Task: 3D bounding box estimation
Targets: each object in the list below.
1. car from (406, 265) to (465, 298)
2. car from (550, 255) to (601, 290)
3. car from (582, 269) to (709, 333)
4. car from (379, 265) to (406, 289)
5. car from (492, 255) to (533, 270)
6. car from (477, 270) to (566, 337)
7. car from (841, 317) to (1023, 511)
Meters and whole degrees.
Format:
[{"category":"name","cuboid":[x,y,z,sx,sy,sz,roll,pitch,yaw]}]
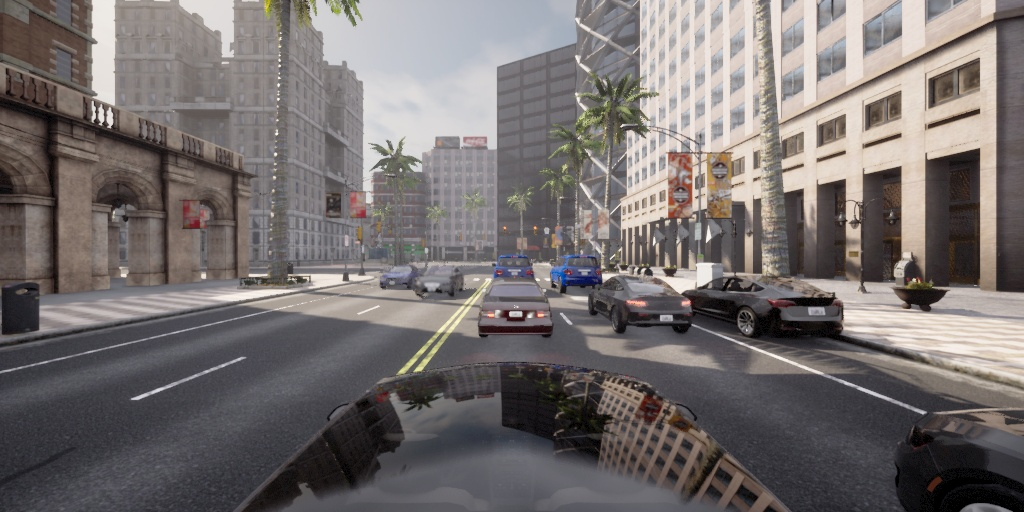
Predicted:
[{"category":"car","cuboid":[-3.613,1.240,18.630,2.128,1.511,4.902,0,0,0]},{"category":"car","cuboid":[3.547,0.969,20.589,2.150,2.045,5.566,0,0,-2]},{"category":"car","cuboid":[3.564,1.275,10.625,1.812,1.442,4.674,0,0,-1]},{"category":"car","cuboid":[-7.087,1.316,23.483,1.812,1.442,4.674,0,0,0]},{"category":"car","cuboid":[0.048,0.969,20.455,2.150,2.045,5.566,0,0,-2]},{"category":"car","cuboid":[0.070,1.296,10.235,2.033,1.411,5.357,0,0,0]},{"category":"car","cuboid":[3.600,1.255,0.450,1.837,1.490,4.892,0,0,0]}]
